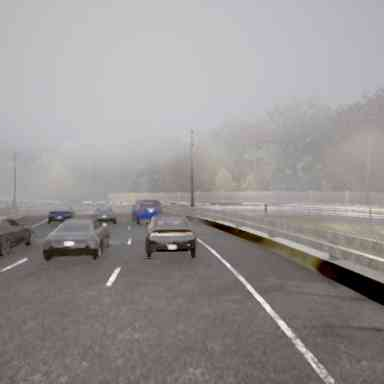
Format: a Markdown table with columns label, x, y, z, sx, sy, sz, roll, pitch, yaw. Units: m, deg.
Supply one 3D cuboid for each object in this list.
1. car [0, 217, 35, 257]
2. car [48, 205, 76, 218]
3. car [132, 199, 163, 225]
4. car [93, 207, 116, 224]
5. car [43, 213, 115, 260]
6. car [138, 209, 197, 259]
| label | x | y | z | sx | sy | sz | roll | pitch | yaw |
| --- | --- | --- | --- | --- | --- | --- | --- | --- | --- |
| car | -8.017 | 1.736 | 13.616 | 1.812 | 1.442 | 4.674 | 0 | -1 | -8 |
| car | -11.289 | 1.902 | 29.010 | 1.882 | 1.535 | 5.008 | 0 | 0 | -16 |
| car | -3.856 | 1.611 | 28.412 | 2.150 | 2.045 | 5.566 | 0 | -1 | -15 |
| car | -7.636 | 1.974 | 28.946 | 1.994 | 1.385 | 4.181 | 0 | -1 | -15 |
| car | -4.449 | 1.759 | 13.400 | 1.994 | 1.385 | 4.181 | 0 | -1 | -7 |
| car | -0.942 | 1.675 | 13.553 | 2.128 | 1.511 | 4.902 | 0 | -1 | -7 |
